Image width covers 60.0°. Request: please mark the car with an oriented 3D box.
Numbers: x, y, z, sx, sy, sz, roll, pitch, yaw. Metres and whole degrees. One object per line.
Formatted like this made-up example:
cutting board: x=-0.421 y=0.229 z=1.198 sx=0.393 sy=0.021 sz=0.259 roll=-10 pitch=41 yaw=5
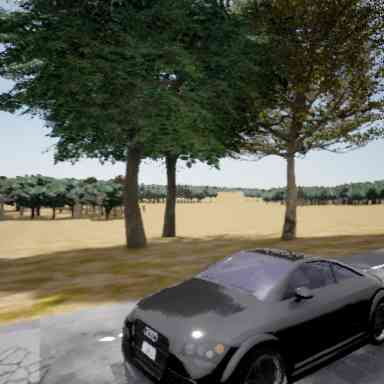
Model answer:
car: x=1.135 y=1.582 z=4.863 sx=4.181 sy=1.385 sz=1.994 roll=0 pitch=0 yaw=-36
